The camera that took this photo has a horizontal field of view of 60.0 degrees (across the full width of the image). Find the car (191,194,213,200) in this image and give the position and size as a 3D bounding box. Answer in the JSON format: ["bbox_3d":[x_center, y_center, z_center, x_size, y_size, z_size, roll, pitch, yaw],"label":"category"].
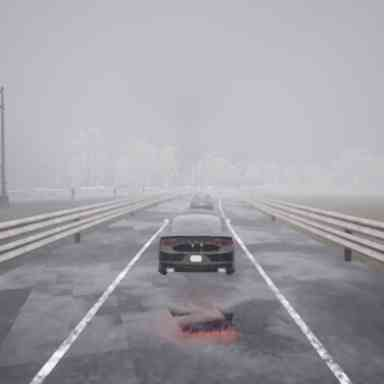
[{"bbox_3d":[0.869,0.867,28.643,1.994,1.385,4.181,0,1,3],"label":"car"}]

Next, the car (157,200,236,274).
[{"bbox_3d":[0.150,1.238,9.767,1.882,1.535,5.008,0,2,1],"label":"car"}]
